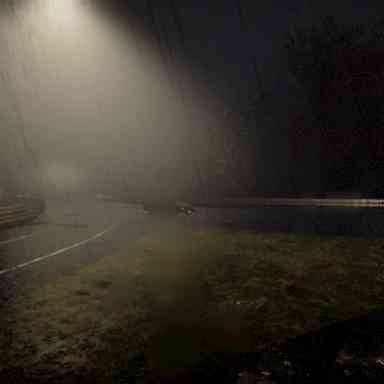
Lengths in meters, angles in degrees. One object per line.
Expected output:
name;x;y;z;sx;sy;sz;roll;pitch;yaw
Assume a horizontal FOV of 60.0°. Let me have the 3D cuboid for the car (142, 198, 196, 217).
car;-2.127;1.270;29.309;5.357;1.411;2.033;0;1;43
